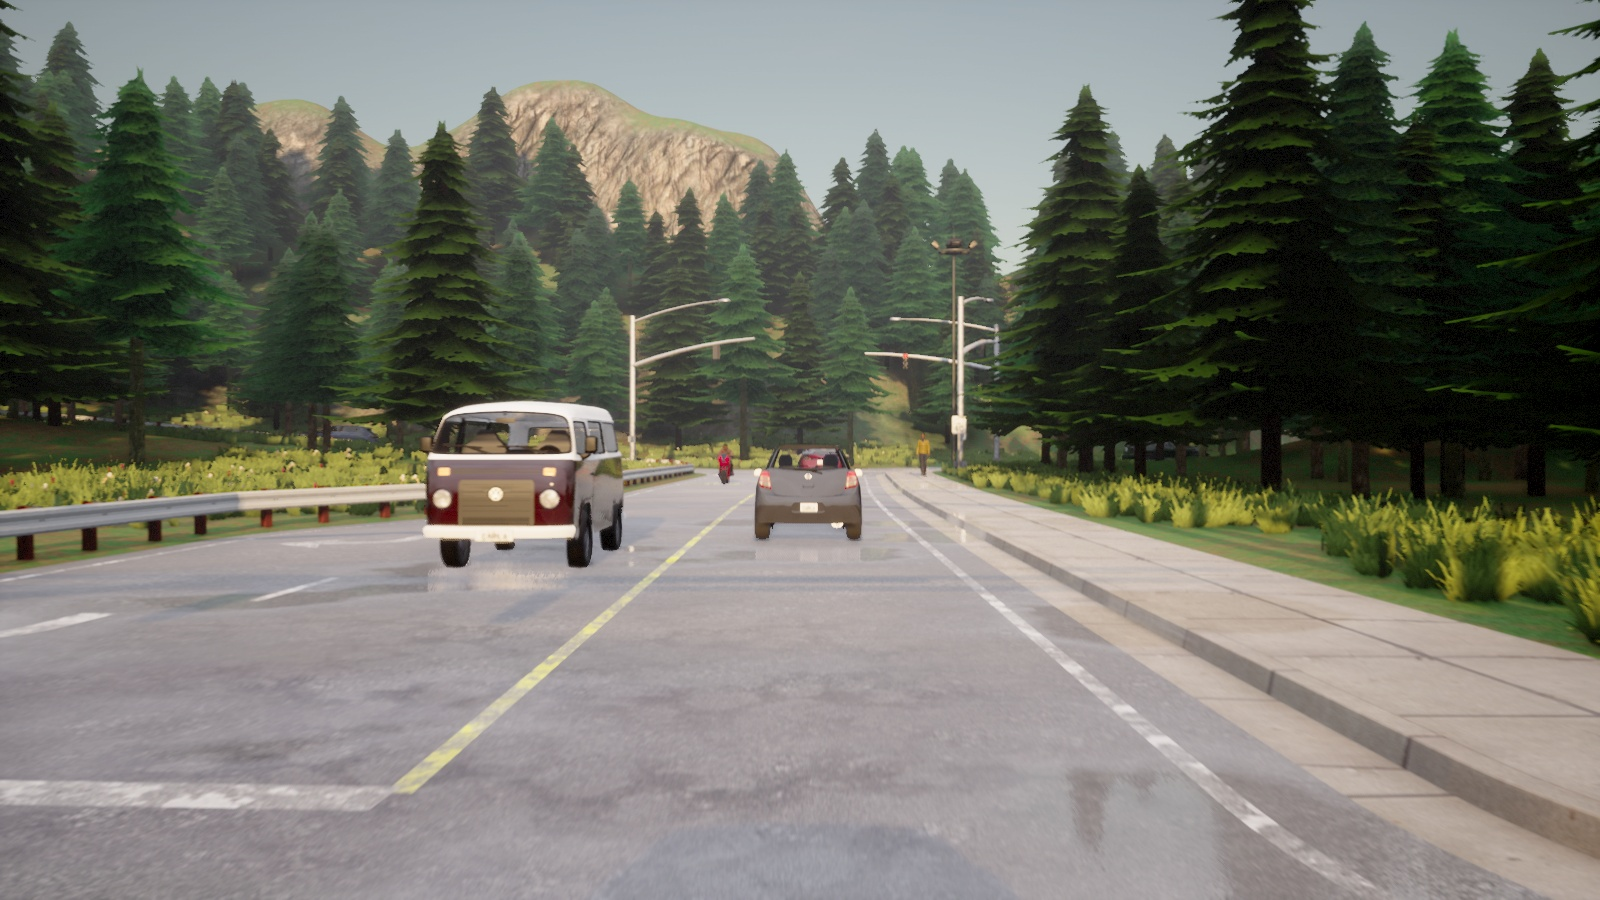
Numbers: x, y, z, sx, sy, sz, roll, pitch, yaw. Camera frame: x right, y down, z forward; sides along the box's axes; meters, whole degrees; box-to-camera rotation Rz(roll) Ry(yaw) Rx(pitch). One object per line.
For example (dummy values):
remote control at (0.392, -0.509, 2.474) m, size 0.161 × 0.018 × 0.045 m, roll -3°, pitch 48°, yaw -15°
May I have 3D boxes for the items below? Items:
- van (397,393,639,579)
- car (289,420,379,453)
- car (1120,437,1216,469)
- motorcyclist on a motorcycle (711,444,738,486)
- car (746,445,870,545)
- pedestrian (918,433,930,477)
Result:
van at (-3.395, 0.386, 16.064) m, size 2.069 × 2.038 × 4.480 m, roll 0°, pitch 0°, yaw 0°
car at (-28.623, -0.817, 77.310) m, size 4.856 × 1.649 × 2.033 m, roll 4°, pitch -1°, yaw -11°
car at (23.925, 0.191, 81.728) m, size 5.566 × 2.045 × 2.150 m, roll 0°, pitch 0°, yaw -6°
motorcyclist on a motorcycle at (-2.770, 0.528, 46.465) m, size 0.797 × 1.523 × 2.044 m, roll 0°, pitch 0°, yaw 3°
car at (0.130, 0.667, 20.671) m, size 1.845 × 1.501 × 3.633 m, roll 0°, pitch 0°, yaw 0°
pedestrian at (5.173, 0.203, 52.557) m, size 0.431 × 1.840 × 0.709 m, roll 0°, pitch 0°, yaw 11°
